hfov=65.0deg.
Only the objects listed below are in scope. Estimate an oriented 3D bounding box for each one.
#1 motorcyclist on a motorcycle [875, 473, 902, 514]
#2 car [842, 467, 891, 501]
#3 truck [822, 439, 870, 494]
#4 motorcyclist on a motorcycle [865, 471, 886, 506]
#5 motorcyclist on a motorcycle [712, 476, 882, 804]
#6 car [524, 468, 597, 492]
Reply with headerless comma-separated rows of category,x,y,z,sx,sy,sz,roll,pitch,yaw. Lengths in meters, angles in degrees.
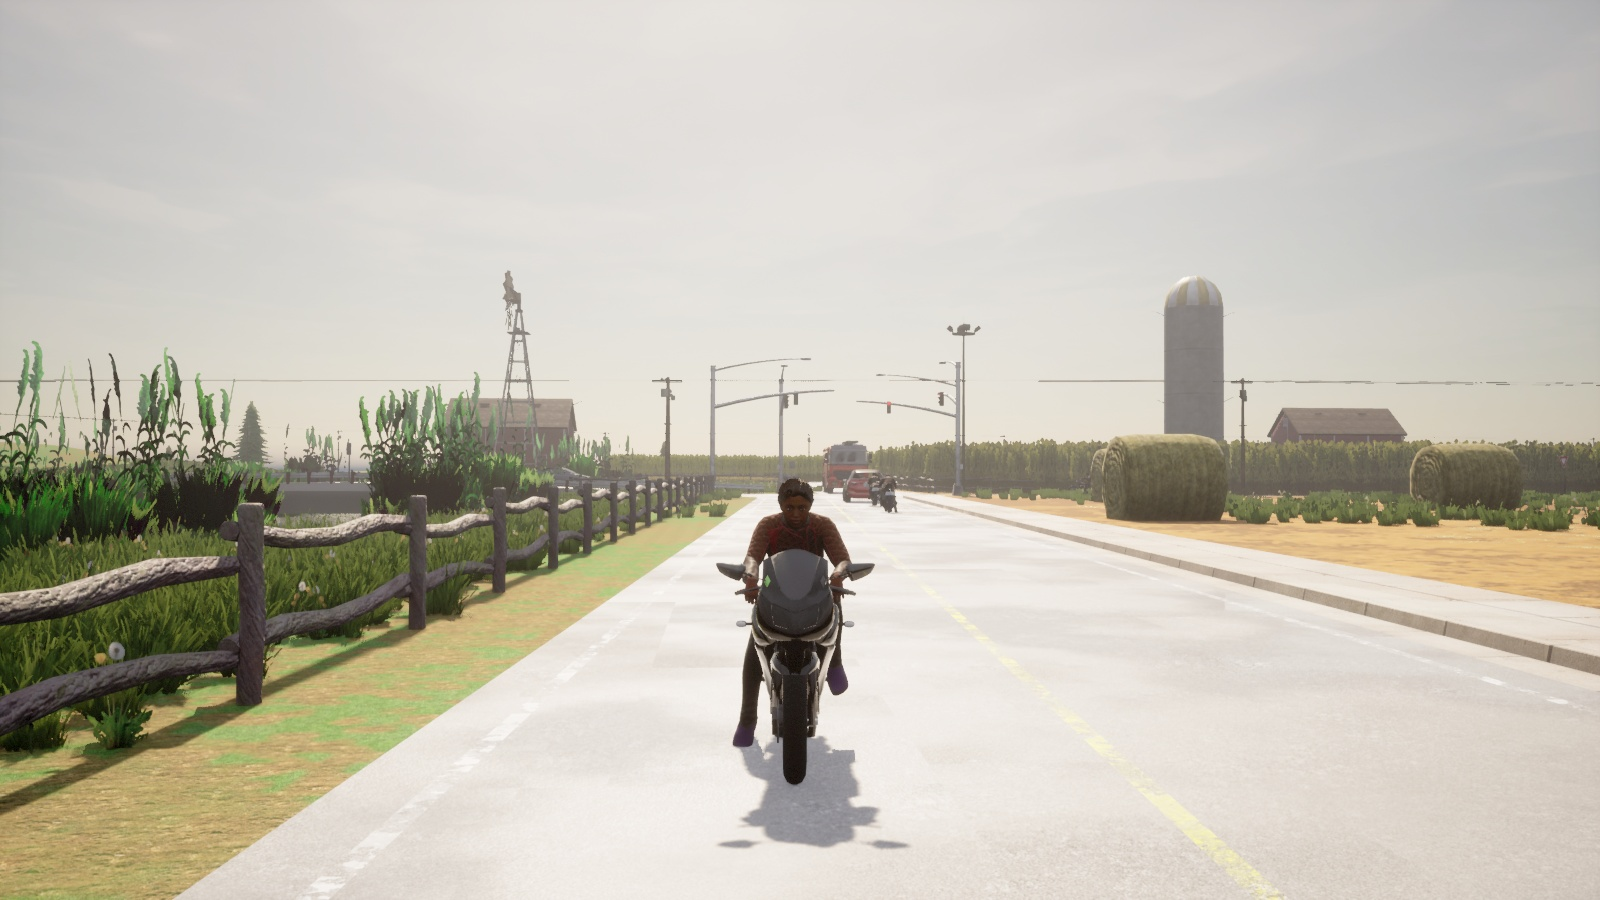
motorcyclist on a motorcycle,3.378,1.640,47.979,0.866,1.530,2.191,0,-1,0
car,3.340,1.719,64.063,2.242,1.667,4.611,0,-1,0
truck,3.317,1.214,92.073,2.891,3.827,8.468,0,-1,-2
motorcyclist on a motorcycle,3.357,1.726,56.252,0.797,1.523,2.044,0,-1,0
motorcyclist on a motorcycle,-0.018,0.913,6.928,0.797,1.523,2.044,0,-1,0
car,-15.365,1.918,80.726,4.181,1.385,1.994,2,-1,3
